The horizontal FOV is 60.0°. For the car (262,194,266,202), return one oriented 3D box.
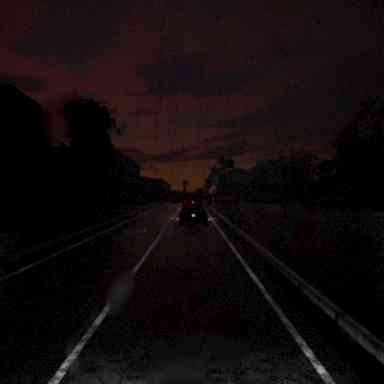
[{"bbox_3d":[18.705,1.528,72.308,5.366,1.575,1.946,0,-1,0],"label":"car"}]

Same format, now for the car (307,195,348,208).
[{"bbox_3d":[18.752,1.256,45.549,4.553,1.767,2.185,0,0,0],"label":"car"}]

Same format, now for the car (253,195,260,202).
[{"bbox_3d":[18.424,1.450,80.688,5.566,2.045,2.435,0,-2,-1],"label":"car"}]

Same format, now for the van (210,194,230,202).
[{"bbox_3d":[6.338,1.372,76.020,4.442,1.987,1.878,0,-1,0],"label":"van"}]

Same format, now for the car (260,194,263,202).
[{"bbox_3d":[18.684,1.575,74.969,5.366,1.575,1.946,0,-1,0],"label":"car"}]

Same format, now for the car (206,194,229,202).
[{"bbox_3d":[6.193,1.487,82.211,5.566,2.045,2.435,0,-1,-1],"label":"car"}]

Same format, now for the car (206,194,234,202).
[{"bbox_3d":[6.085,1.490,70.060,5.366,1.575,1.946,0,-1,0],"label":"car"}]

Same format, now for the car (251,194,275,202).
[{"bbox_3d":[18.355,1.601,86.148,5.566,2.045,2.435,0,-2,-1],"label":"car"}]

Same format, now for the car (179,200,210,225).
[{"bbox_3d":[0.098,1.530,23.981,1.994,1.385,4.181,0,0,0],"label":"car"}]

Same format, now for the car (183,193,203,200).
[{"bbox_3d":[0.099,1.170,39.102,2.150,2.045,5.566,0,0,0],"label":"car"}]

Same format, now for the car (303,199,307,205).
[{"bbox_3d":[18.682,1.419,48.719,4.674,1.452,2.002,0,0,0],"label":"car"}]

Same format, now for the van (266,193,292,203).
[{"bbox_3d":[18.426,1.261,69.515,4.442,1.987,1.878,0,-1,0],"label":"van"}]

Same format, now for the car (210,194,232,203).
[{"bbox_3d":[6.277,1.412,72.981,4.553,1.767,2.185,0,-1,0],"label":"car"}]
